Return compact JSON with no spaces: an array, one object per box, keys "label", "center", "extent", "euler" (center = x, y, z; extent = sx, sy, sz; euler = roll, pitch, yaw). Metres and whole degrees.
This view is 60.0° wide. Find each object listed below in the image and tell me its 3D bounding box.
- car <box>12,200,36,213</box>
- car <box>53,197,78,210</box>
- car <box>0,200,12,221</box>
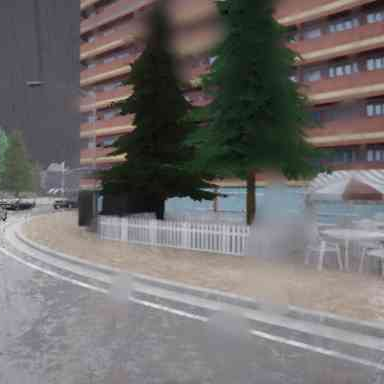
[{"label":"car","center":[-19.320,1.544,36.773],"extent":[1.895,1.301,4.718],"euler":[0,0,3]},{"label":"car","center":[-15.117,1.449,41.049],"extent":[1.837,1.490,4.892],"euler":[0,0,11]},{"label":"car","center":[-14.526,1.486,23.716],"extent":[1.812,1.442,4.674],"euler":[0,0,-18]}]
